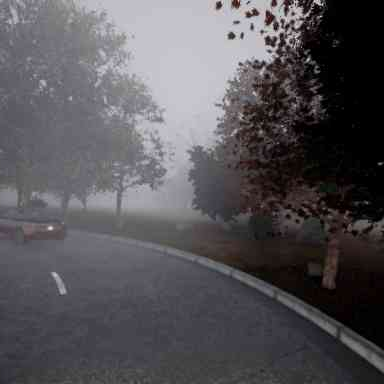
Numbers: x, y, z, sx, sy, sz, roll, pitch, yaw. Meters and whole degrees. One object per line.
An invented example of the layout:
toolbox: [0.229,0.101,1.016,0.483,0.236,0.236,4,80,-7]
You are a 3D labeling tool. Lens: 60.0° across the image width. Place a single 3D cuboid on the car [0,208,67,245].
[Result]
car: [-7.460,1.386,14.628,4.181,1.385,1.994,2,0,32]
